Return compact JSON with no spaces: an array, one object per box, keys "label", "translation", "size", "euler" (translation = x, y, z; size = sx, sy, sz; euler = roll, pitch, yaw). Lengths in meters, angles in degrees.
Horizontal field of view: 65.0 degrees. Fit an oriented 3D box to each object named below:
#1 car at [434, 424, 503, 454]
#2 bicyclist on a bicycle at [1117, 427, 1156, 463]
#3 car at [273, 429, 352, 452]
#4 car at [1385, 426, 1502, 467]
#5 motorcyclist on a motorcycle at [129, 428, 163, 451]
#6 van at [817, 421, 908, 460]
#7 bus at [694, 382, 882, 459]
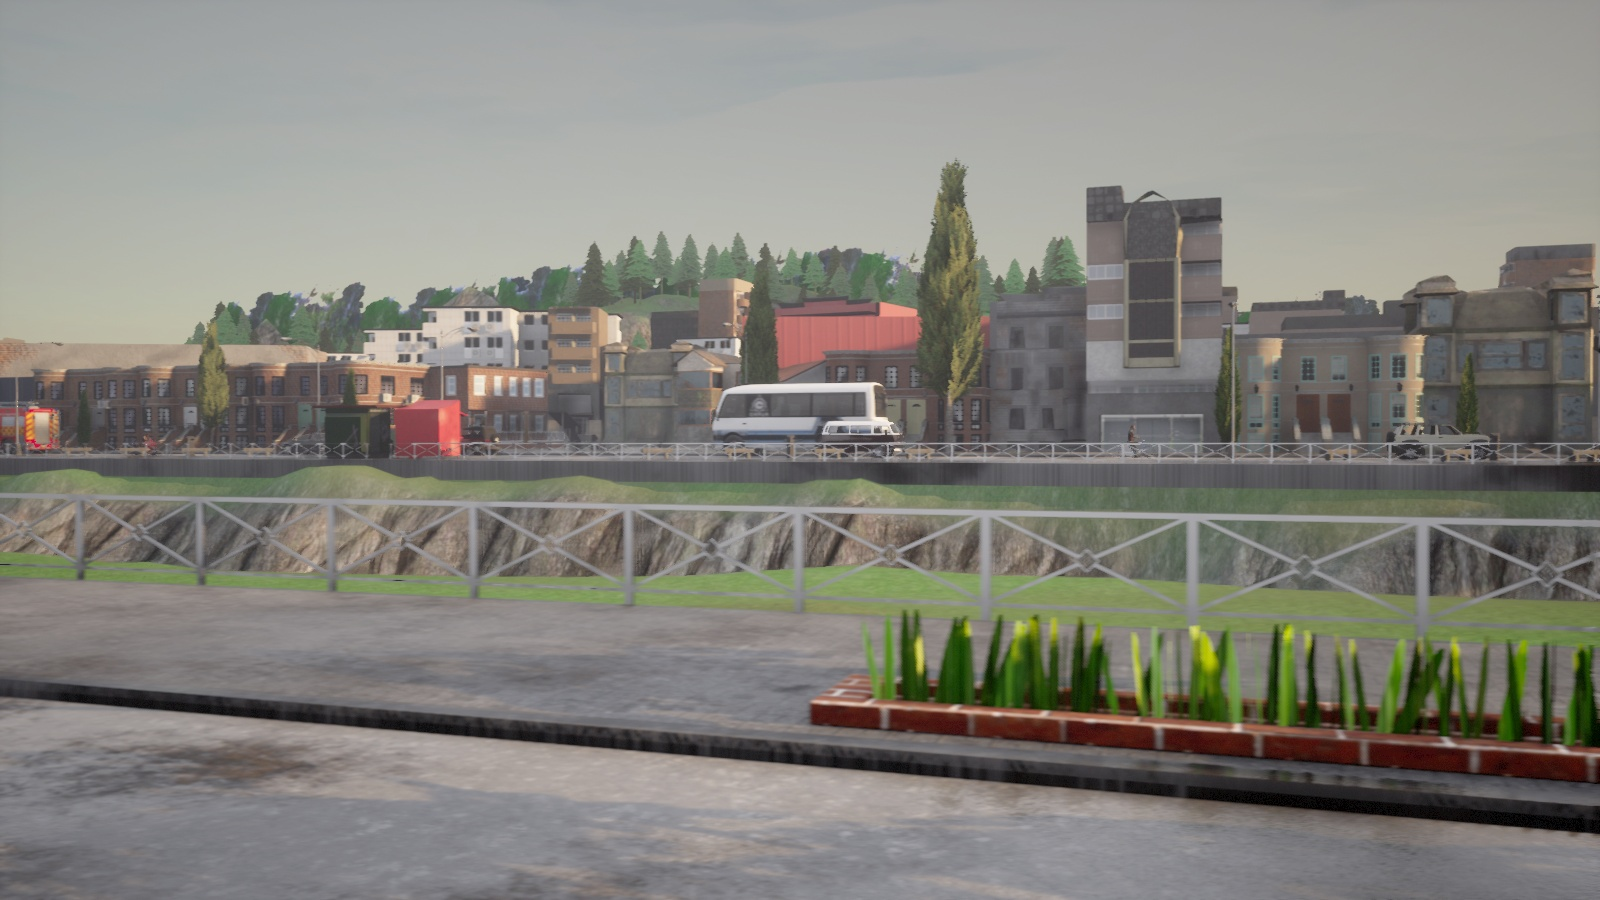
[{"label":"car","translation":[-21.175,-0.741,80.160],"size":[3.866,1.878,1.905],"euler":[1,1,19]},{"label":"bicyclist on a bicycle","translation":[16.932,-0.250,63.134],"size":[1.843,1.776,0.659],"euler":[0,1,19]},{"label":"car","translation":[-32.589,-0.636,84.000],"size":[4.892,1.490,1.837],"euler":[1,1,19]},{"label":"car","translation":[30.017,-0.184,58.735],"size":[4.605,1.855,1.932],"euler":[1,1,19]},{"label":"motorcyclist on a motorcycle","translation":[-43.418,-0.691,83.420],"size":[2.044,1.523,0.797],"euler":[1,1,19]},{"label":"van","translation":[3.381,-0.521,67.687],"size":[4.480,2.038,2.069],"euler":[1,1,19]},{"label":"bus","translation":[-0.682,-1.726,73.255],"size":[10.273,4.253,3.944],"euler":[1,1,19]}]
